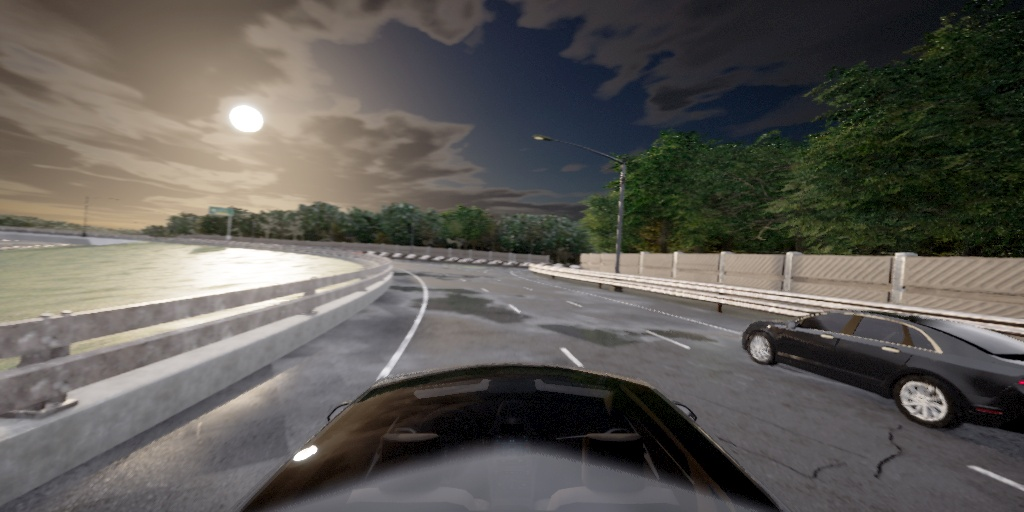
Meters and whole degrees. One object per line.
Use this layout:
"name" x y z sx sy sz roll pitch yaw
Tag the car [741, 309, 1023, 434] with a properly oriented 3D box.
"car" 6.587 1.745 6.582 1.837 1.490 4.892 5 -1 -7
